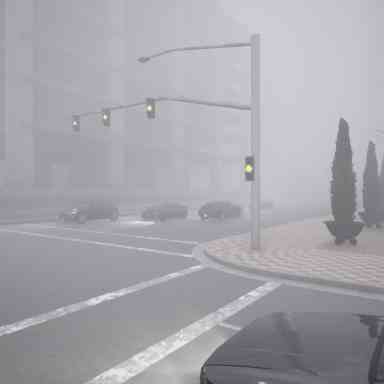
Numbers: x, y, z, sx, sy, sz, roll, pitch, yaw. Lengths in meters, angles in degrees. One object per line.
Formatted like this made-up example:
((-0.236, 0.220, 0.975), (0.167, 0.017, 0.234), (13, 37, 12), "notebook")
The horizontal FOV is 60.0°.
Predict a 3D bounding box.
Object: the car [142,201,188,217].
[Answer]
((-2.518, 1.601, 32.484), (1.895, 1.301, 4.718), (0, 0, 36), "car")

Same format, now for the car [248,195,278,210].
((8.807, 1.526, 42.172), (1.812, 1.442, 4.674), (0, 0, 36), "car")

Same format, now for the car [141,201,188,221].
((-2.165, 1.564, 26.993), (1.994, 1.385, 4.181), (0, 0, 36), "car")

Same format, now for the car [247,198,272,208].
((10.241, 1.600, 50.088), (1.895, 1.301, 4.718), (0, 0, 36), "car")

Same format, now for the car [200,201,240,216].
((2.964, 1.601, 34.095), (1.895, 1.301, 4.718), (0, 0, 36), "car")

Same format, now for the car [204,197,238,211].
((3.626, 1.478, 40.985), (1.882, 1.535, 5.008), (0, 0, 36), "car")

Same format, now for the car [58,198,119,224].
((-7.773, 1.352, 25.206), (2.097, 1.767, 4.553), (0, 0, 36), "car")

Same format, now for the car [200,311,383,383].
((2.598, 1.547, 2.110), (5.357, 1.411, 2.033), (0, 0, 36), "car")

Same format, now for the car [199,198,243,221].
((2.451, 1.505, 27.065), (1.837, 1.490, 4.892), (0, 0, 36), "car")
